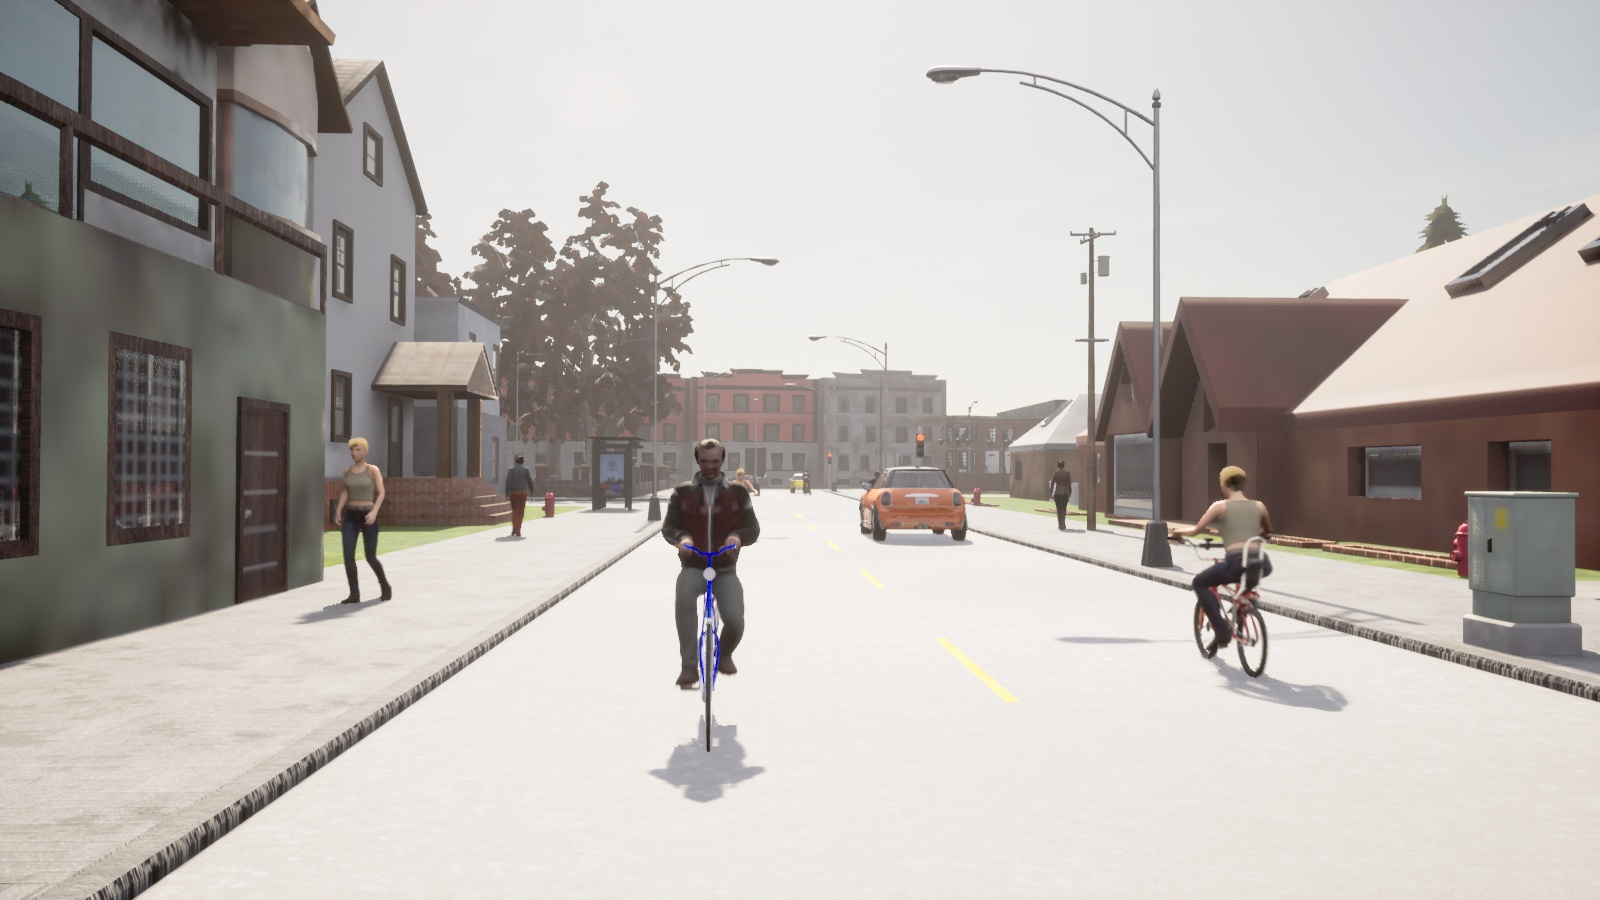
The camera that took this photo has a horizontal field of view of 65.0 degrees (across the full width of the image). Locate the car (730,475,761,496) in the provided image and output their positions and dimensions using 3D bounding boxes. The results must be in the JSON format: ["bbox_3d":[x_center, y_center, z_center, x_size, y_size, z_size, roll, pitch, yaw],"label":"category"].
[{"bbox_3d":[-3.554,2.286,80.992,1.895,1.301,4.718,0,-1,-4],"label":"car"}]

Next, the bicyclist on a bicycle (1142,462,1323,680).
[{"bbox_3d":[3.422,0.907,10.092,0.866,1.612,1.509,0,-1,-2],"label":"bicyclist on a bicycle"}]

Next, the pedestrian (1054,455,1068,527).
[{"bbox_3d":[6.646,1.033,31.961,0.328,1.805,0.869,0,-1,13],"label":"pedestrian"}]

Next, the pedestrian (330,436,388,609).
[{"bbox_3d":[-4.780,0.772,13.631,0.345,1.836,0.594,0,-1,10],"label":"pedestrian"}]

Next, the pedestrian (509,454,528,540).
[{"bbox_3d":[-6.127,1.007,27.337,0.353,1.847,0.614,0,-1,-9],"label":"pedestrian"}]

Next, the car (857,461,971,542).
[{"bbox_3d":[2.614,1.165,29.922,2.097,1.767,4.553,0,-1,-2],"label":"car"}]

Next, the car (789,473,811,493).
[{"bbox_3d":[-0.008,2.355,88.694,1.481,1.376,2.207,0,-1,2],"label":"car"}]

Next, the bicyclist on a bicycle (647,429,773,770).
[{"bbox_3d":[-0.535,0.812,7.515,0.659,1.776,1.843,0,-2,-4],"label":"bicyclist on a bicycle"}]
